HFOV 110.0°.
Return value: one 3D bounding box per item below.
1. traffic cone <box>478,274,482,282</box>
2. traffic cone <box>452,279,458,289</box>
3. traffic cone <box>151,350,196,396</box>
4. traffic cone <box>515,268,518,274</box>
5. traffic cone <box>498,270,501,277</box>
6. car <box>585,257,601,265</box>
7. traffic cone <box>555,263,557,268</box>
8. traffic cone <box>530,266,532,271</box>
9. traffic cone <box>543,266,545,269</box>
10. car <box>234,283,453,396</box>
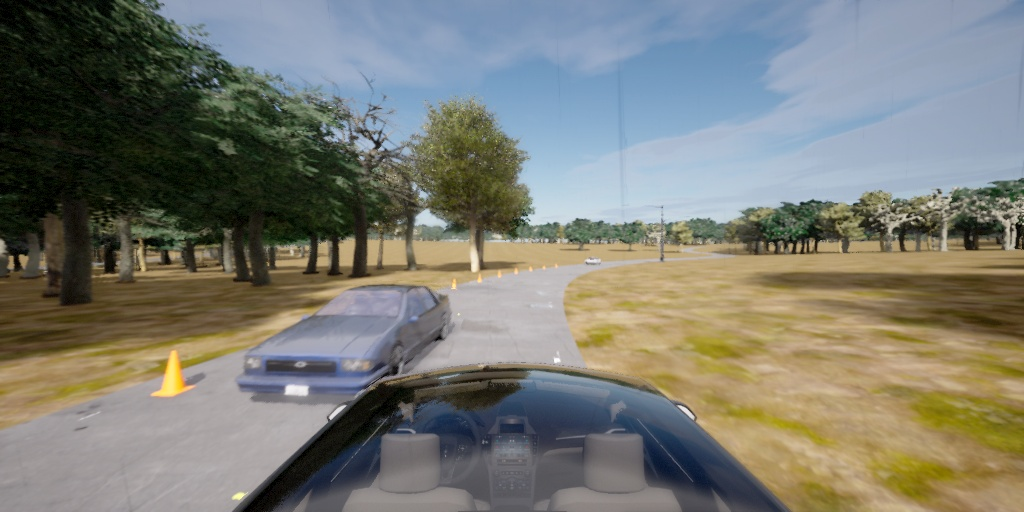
[{"bbox_3d":[-2.297,1.556,25.524,0.340,0.580,0.340,0,0,13],"label":"traffic cone"},{"bbox_3d":[-3.303,1.595,20.498,0.340,0.580,0.340,0,0,10],"label":"traffic cone"},{"bbox_3d":[-4.915,1.674,5.218,0.340,0.580,0.340,0,0,2],"label":"traffic cone"},{"bbox_3d":[0.404,1.459,35.407,0.340,0.580,0.340,0,0,18],"label":"traffic cone"},{"bbox_3d":[-1.061,1.510,30.497,0.340,0.580,0.340,0,0,15],"label":"traffic cone"},{"bbox_3d":[13.249,0.811,58.710,1.895,1.301,4.718,1,1,25],"label":"car"},{"bbox_3d":[6.134,1.296,49.661,0.340,0.580,0.340,0,0,26],"label":"traffic cone"},{"bbox_3d":[2.093,1.403,40.245,0.340,0.580,0.340,0,0,21],"label":"traffic cone"},{"bbox_3d":[4.005,1.349,45.000,0.340,0.580,0.340,0,0,23],"label":"traffic cone"},{"bbox_3d":[-2.528,1.273,7.102,2.033,1.411,5.357,0,0,3],"label":"car"}]
